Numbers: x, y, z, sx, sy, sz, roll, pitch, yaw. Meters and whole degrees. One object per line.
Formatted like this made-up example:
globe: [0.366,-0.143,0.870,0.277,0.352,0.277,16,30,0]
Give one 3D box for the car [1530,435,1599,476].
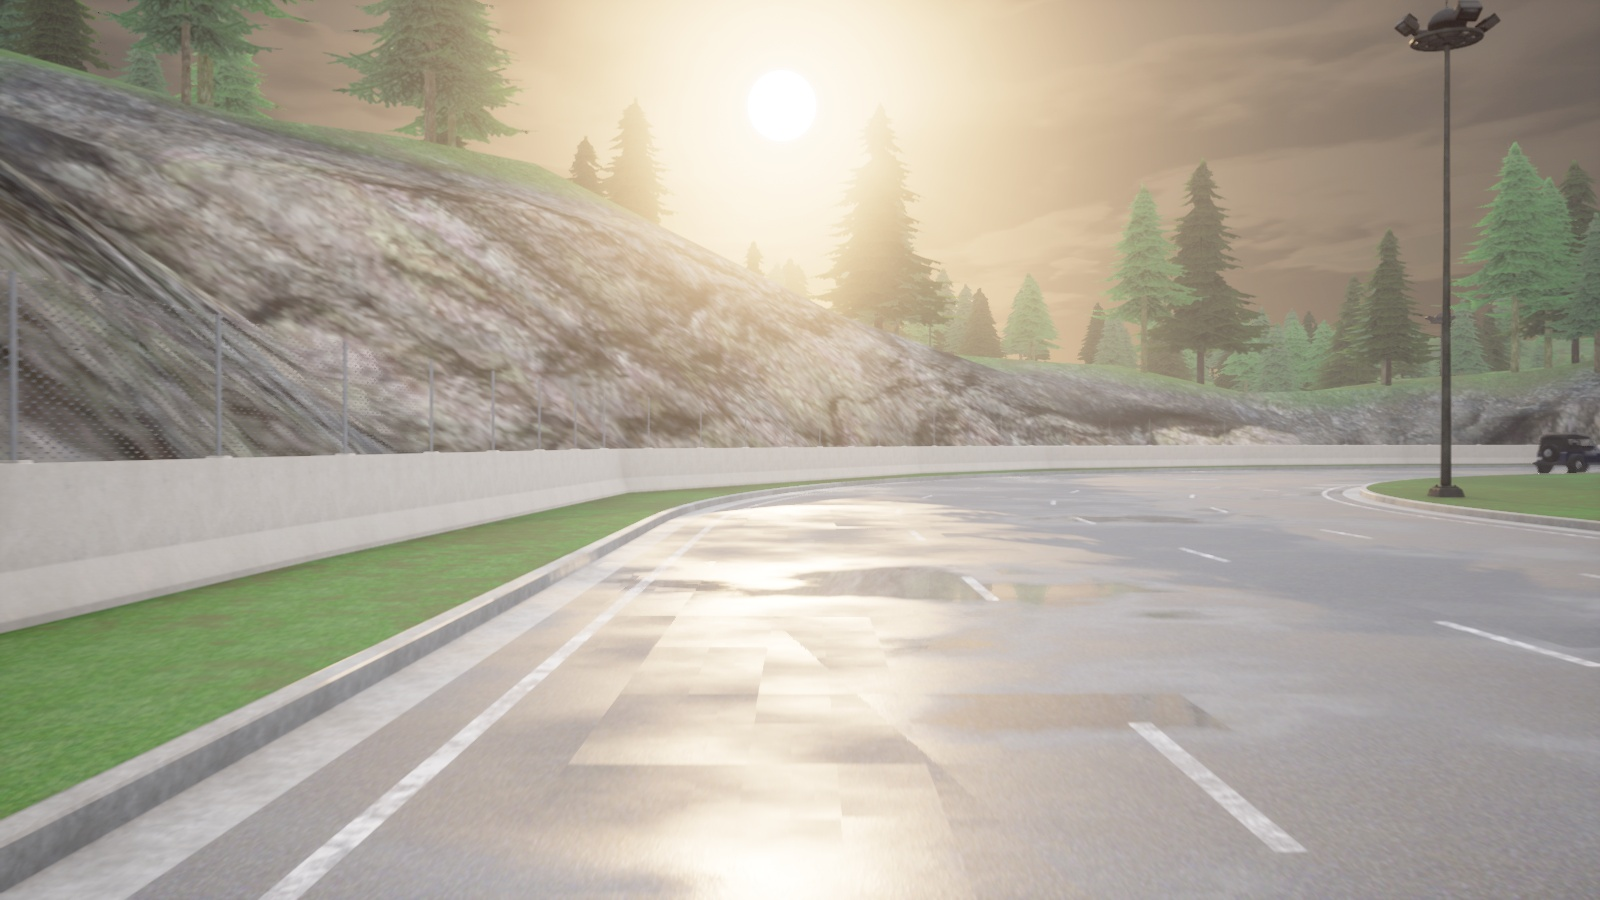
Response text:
car: [36.239,0.242,58.376,3.866,1.878,1.905,0,0,-20]
